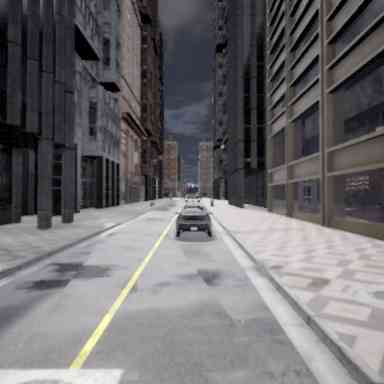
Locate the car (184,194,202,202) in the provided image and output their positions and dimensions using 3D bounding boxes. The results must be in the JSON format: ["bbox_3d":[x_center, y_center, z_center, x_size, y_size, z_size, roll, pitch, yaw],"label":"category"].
[{"bbox_3d":[0.087,1.325,44.456,2.150,2.045,5.566,0,0,0],"label":"car"}]

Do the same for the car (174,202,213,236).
[{"bbox_3d":[0.095,1.528,18.521,1.837,1.490,4.892,0,0,0],"label":"car"}]
